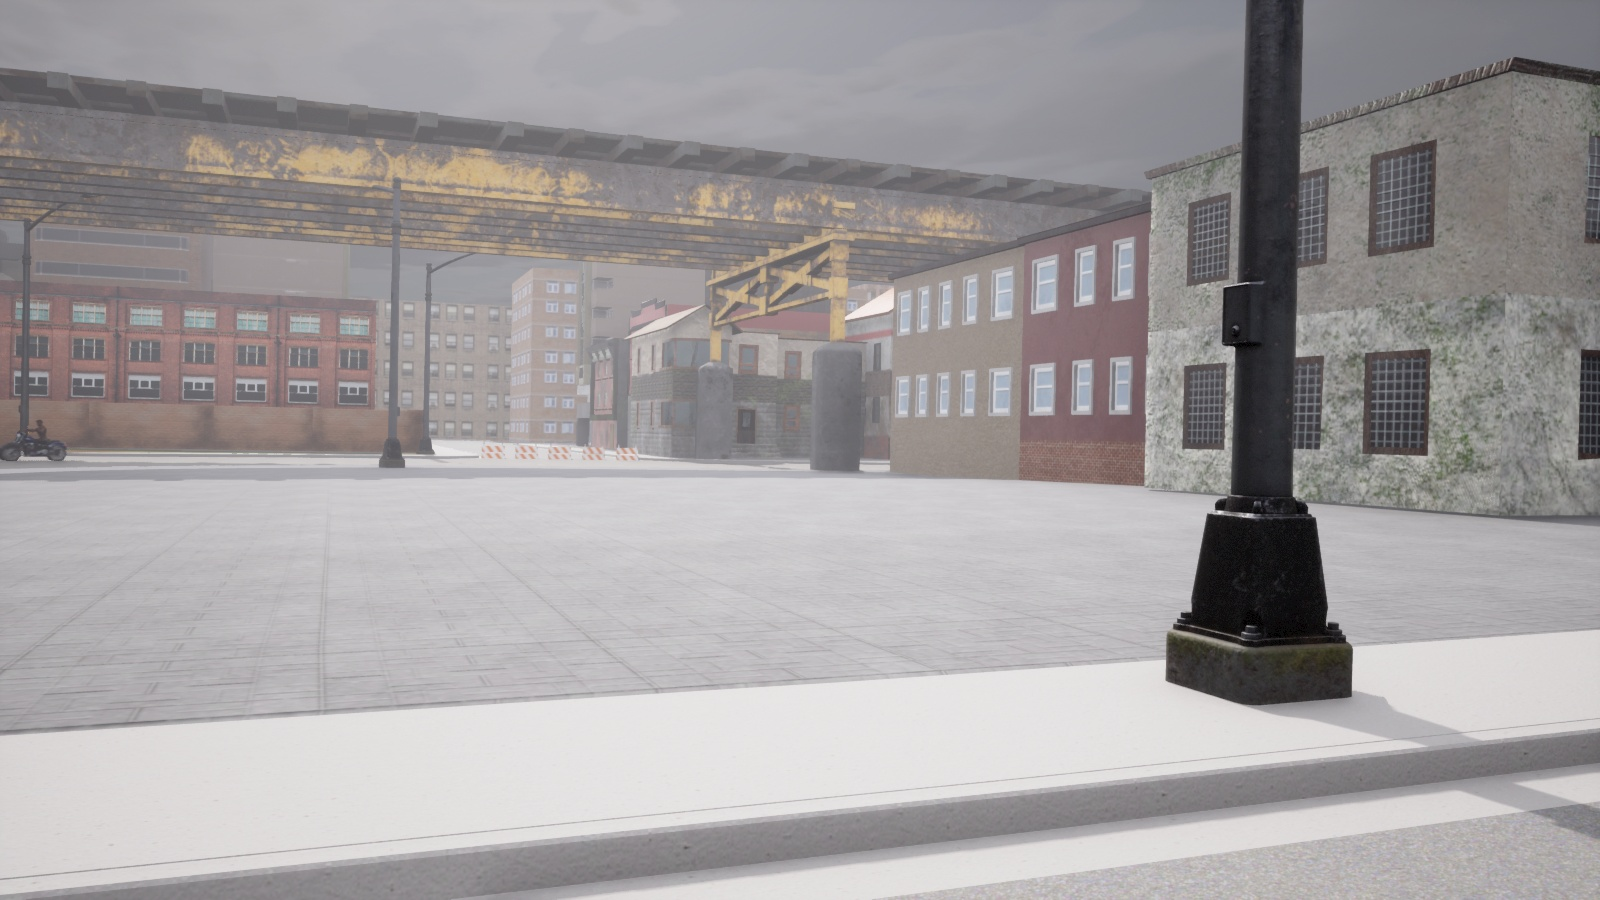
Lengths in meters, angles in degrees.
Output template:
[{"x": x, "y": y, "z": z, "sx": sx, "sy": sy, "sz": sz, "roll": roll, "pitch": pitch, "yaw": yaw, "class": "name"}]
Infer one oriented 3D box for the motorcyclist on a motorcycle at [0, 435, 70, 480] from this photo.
[{"x": -28.836, "y": 0.271, "z": 47.159, "sx": 0.766, "sy": 1.649, "sz": 2.350, "roll": 1, "pitch": 1, "yaw": 34, "class": "motorcyclist on a motorcycle"}]
